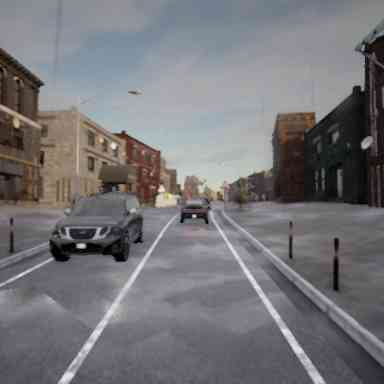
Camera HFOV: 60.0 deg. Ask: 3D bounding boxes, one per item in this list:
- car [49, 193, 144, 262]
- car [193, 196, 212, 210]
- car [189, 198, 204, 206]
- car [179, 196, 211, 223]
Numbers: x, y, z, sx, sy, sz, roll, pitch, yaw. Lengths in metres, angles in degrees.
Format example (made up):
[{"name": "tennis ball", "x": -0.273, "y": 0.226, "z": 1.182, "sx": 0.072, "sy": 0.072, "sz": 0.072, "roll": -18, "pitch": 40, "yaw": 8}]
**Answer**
[{"name": "car", "x": -3.094, "y": 1.103, "z": 12.073, "sx": 2.150, "sy": 2.045, "sz": 5.566, "roll": 0, "pitch": 1, "yaw": 0}, {"name": "car", "x": 1.369, "y": 1.332, "z": 41.545, "sx": 2.033, "sy": 1.649, "sz": 4.856, "roll": 0, "pitch": 0, "yaw": 6}, {"name": "car", "x": 0.920, "y": 1.792, "z": 59.487, "sx": 1.812, "sy": 1.442, "sz": 4.674, "roll": -1, "pitch": -1, "yaw": 12}, {"name": "car", "x": 0.194, "y": 1.265, "z": 23.335, "sx": 1.837, "sy": 1.490, "sz": 4.892, "roll": 0, "pitch": 0, "yaw": 1}]
